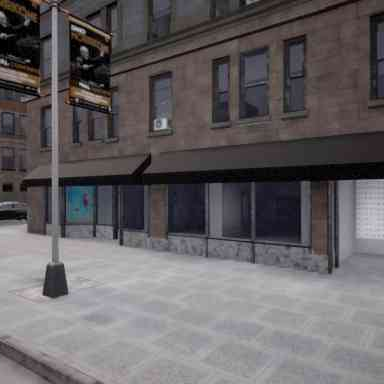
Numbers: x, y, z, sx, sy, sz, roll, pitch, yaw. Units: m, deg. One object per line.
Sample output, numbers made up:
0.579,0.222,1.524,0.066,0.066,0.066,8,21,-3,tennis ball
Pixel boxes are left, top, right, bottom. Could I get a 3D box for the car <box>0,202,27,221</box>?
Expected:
-14.125,1.545,25.231,1.837,1.490,4.892,0,0,37,car
